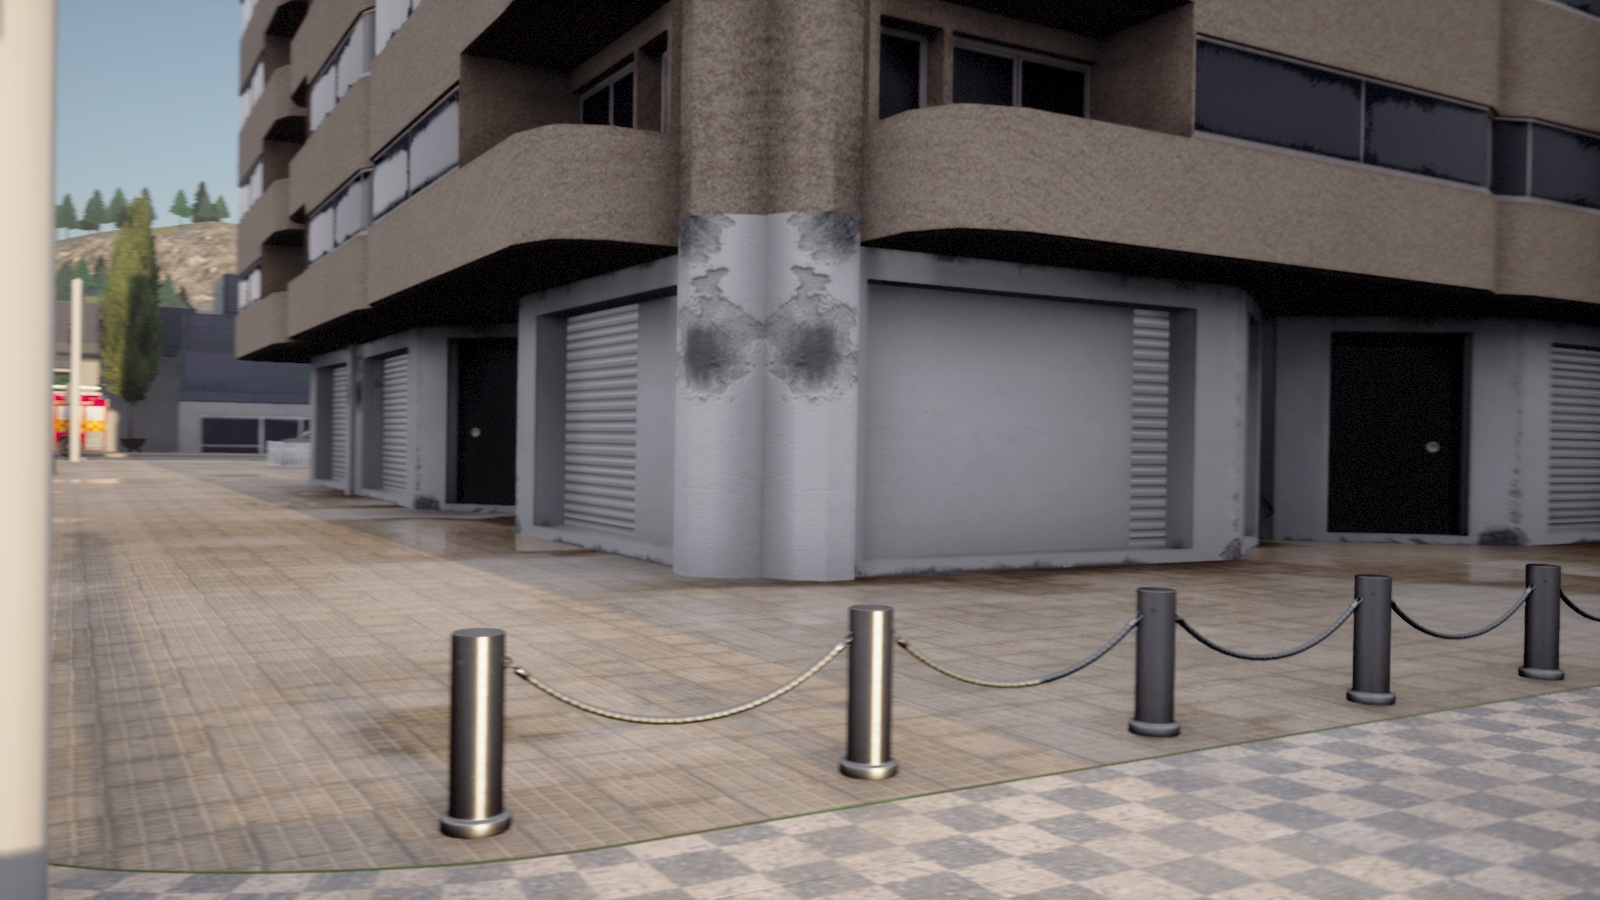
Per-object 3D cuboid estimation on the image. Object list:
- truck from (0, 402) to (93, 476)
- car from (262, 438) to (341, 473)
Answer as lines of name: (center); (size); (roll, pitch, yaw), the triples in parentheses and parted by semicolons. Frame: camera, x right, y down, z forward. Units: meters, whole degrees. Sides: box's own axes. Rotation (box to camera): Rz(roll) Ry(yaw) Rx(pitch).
truck: (-41.809, -0.565, 65.548); (8.468, 3.827, 2.891); (-1, 0, -31)
car: (-27.729, 0.291, 69.859); (3.866, 1.878, 1.905); (-1, 0, -31)
